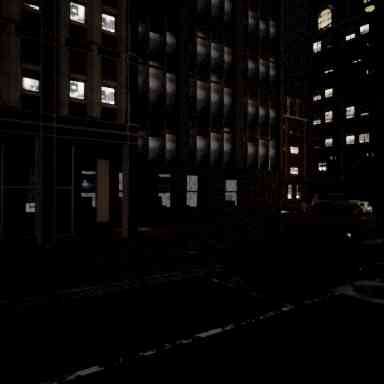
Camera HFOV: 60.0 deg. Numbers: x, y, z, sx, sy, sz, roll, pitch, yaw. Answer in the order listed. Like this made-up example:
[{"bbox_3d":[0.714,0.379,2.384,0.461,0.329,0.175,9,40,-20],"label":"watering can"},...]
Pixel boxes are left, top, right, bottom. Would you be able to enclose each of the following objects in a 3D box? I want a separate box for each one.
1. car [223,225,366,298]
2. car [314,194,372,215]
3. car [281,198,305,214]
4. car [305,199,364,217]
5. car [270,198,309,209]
[{"bbox_3d":[2.771,1.567,8.535,4.313,1.339,1.947,0,0,-36],"label":"car"},{"bbox_3d":[14.420,1.183,32.445,2.150,2.045,5.566,0,0,-36],"label":"car"},{"bbox_3d":[9.643,1.466,34.662,1.752,1.417,4.829,0,0,-36],"label":"car"},{"bbox_3d":[12.845,1.533,30.199,1.802,1.307,4.206,0,0,-36],"label":"car"},{"bbox_3d":[12.951,1.498,44.425,1.752,1.417,4.829,0,0,-36],"label":"car"}]
